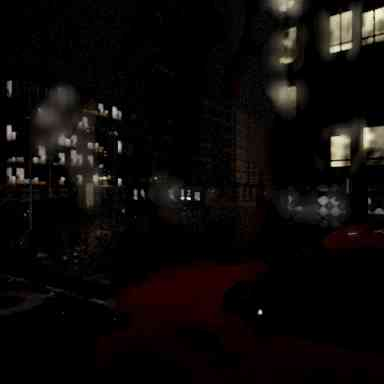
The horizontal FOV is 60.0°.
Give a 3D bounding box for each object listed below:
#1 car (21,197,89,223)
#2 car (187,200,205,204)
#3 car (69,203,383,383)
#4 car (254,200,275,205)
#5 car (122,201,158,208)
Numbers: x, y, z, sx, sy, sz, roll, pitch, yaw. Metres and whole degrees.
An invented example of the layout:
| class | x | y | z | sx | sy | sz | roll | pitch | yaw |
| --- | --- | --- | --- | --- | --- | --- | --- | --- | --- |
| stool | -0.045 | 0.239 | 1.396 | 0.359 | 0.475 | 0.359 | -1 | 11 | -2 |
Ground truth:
| class | x | y | z | sx | sy | sz | roll | pitch | yaw |
| --- | --- | --- | --- | --- | --- | --- | --- | --- | --- |
| car | -11.662 | 1.483 | 28.791 | 2.150 | 2.045 | 5.566 | 0 | 0 | 39 |
| car | 0.447 | 1.875 | 45.051 | 1.812 | 1.442 | 4.674 | 0 | 0 | 36 |
| car | 1.745 | 1.223 | 2.440 | 5.566 | 2.045 | 2.150 | 0 | 0 | 35 |
| car | 12.241 | 1.964 | 55.544 | 2.033 | 1.411 | 5.357 | 0 | 0 | 37 |
| car | -5.717 | 1.796 | 36.808 | 2.128 | 1.511 | 4.902 | 0 | 0 | 37 |
